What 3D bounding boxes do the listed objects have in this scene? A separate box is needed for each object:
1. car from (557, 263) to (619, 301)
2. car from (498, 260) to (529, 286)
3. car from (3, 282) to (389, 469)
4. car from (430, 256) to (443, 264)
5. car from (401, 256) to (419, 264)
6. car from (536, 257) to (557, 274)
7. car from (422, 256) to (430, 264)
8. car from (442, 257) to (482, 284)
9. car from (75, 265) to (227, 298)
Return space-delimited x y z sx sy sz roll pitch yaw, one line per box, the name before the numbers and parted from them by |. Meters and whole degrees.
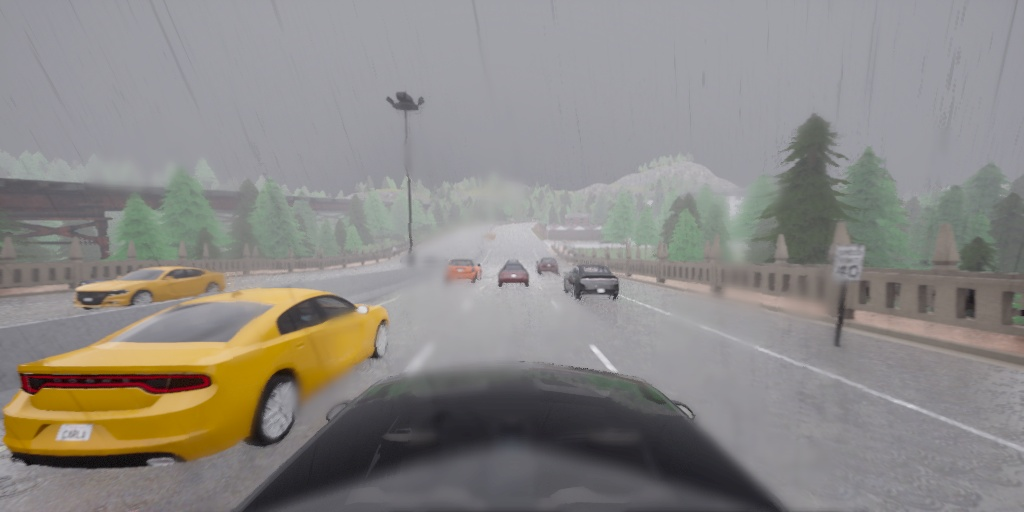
car | 3.605 1.165 16.914 2.128 1.511 4.902 0 0 0
car | 0.107 1.199 24.318 1.994 1.385 4.181 0 0 0
car | -3.399 1.212 5.265 1.882 1.535 5.008 0 0 0
car | -10.491 0.936 53.715 1.812 1.442 4.674 0 1 0
car | -17.481 0.638 61.625 2.033 1.411 5.357 0 3 0
car | 3.612 0.922 37.209 2.097 1.767 4.553 0 0 0
car | -13.981 0.628 61.533 1.994 1.385 4.181 0 3 0
car | -3.392 0.980 25.912 2.097 1.767 4.553 0 0 0
car | -14.091 1.165 14.419 1.882 1.535 5.008 0 0 0
